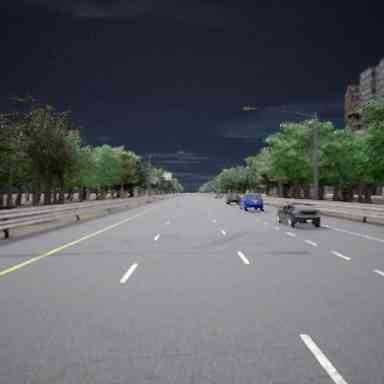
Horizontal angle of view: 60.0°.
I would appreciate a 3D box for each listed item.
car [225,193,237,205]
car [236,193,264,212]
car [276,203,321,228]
[{"bbox_3d":[7.128,1.243,58.235,2.150,2.045,5.566,0,0,0],"label":"car"},{"bbox_3d":[7.076,1.243,39.794,2.150,2.045,5.566,0,0,0],"label":"car"},{"bbox_3d":[7.027,1.507,22.290,1.837,1.490,4.892,0,0,0],"label":"car"}]
